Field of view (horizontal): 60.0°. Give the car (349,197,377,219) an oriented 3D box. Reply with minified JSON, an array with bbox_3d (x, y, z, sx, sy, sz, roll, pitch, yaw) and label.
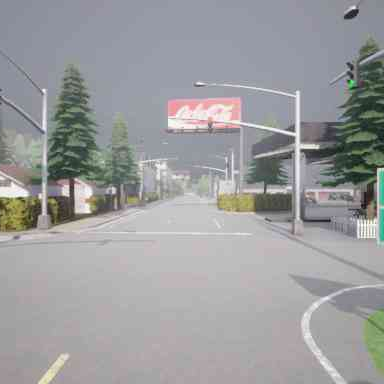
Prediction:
[{"bbox_3d":[14.376,1.505,24.936,3.866,1.878,1.905,0,0,0],"label":"car"}]

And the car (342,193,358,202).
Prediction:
[{"bbox_3d":[34.927,1.489,71.789,2.007,1.523,4.514,0,0,0],"label":"car"}]

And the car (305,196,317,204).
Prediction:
[{"bbox_3d":[22.521,1.552,64.001,1.970,1.475,3.806,0,0,0],"label":"car"}]

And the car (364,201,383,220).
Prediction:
[{"bbox_3d":[18.704,1.672,30.605,4.611,1.667,2.242,0,0,0],"label":"car"}]
